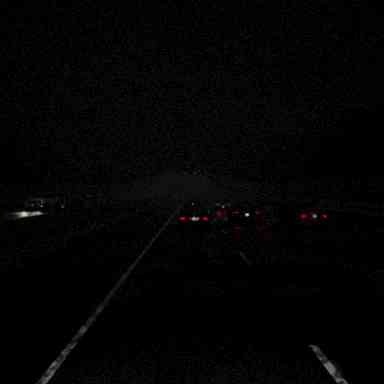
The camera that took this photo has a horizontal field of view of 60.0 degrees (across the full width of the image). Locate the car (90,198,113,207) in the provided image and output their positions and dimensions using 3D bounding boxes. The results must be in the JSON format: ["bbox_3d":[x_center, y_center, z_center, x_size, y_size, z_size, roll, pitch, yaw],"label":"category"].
[{"bbox_3d":[-10.497,1.399,39.154,1.812,1.442,4.674,0,0,0],"label":"car"}]

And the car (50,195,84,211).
[{"bbox_3d":[-14.005,1.363,38.463,2.128,1.511,4.902,0,0,0],"label":"car"}]

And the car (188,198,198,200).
[{"bbox_3d":[0.104,1.424,41.712,1.994,1.385,4.181,0,0,0],"label":"car"}]

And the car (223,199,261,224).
[{"bbox_3d":[3.602,1.465,23.725,1.994,1.385,4.181,0,0,0],"label":"car"}]

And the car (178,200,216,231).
[{"bbox_3d":[0.101,1.459,20.023,2.033,1.411,5.357,0,0,0],"label":"car"}]

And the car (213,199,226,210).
[{"bbox_3d":[3.604,1.464,40.693,1.895,1.301,4.718,0,0,0],"label":"car"}]

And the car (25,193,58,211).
[{"bbox_3d":[-17.496,1.096,39.255,2.150,2.045,5.566,0,0,0],"label":"car"}]

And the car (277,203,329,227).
[{"bbox_3d":[7.102,1.454,21.754,2.033,1.411,5.357,0,0,0],"label":"car"}]
